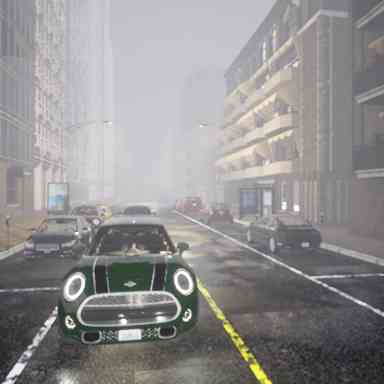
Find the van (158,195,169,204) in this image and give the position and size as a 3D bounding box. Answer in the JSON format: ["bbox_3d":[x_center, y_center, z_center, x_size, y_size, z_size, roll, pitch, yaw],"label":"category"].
[{"bbox_3d":[-5.649,1.495,69.296,1.690,1.788,3.998,0,0,-9],"label":"van"}]

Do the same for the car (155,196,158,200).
[{"bbox_3d":[-6.567,1.734,74.870,1.947,1.339,4.313,0,0,-9],"label":"car"}]

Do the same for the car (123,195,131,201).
[{"bbox_3d":[-17.591,1.634,90.228,1.967,1.590,4.097,0,0,-9],"label":"car"}]

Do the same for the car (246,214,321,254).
[{"bbox_3d":[3.536,1.584,13.563,2.008,1.369,4.403,0,0,-9],"label":"car"}]

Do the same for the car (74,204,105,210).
[{"bbox_3d":[-5.651,1.466,17.774,1.967,1.590,4.097,0,0,-9],"label":"car"}]

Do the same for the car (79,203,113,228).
[{"bbox_3d":[-6.542,1.562,23.179,1.752,1.417,4.829,0,0,-9],"label":"car"}]

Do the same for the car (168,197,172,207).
[{"bbox_3d":[-1.975,1.681,47.003,1.802,1.307,4.206,0,0,-9],"label":"car"}]

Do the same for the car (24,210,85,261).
[{"bbox_3d":[-4.732,1.566,12.199,2.008,1.369,4.403,0,0,-9],"label":"car"}]

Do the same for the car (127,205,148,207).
[{"bbox_3d":[-3.156,1.511,19.205,1.882,1.535,5.008,0,0,-9],"label":"car"}]

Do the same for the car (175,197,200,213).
[{"bbox_3d":[-0.137,1.392,35.857,2.192,1.841,5.009,0,0,-9],"label":"car"}]

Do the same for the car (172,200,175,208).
[{"bbox_3d":[-1.057,1.670,41.429,1.802,1.307,4.206,0,0,-9],"label":"car"}]

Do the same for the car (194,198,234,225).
[{"bbox_3d":[1.699,1.495,24.709,1.967,1.590,4.097,0,0,-9],"label":"car"}]

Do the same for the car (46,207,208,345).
[{"bbox_3d":[-1.209,1.363,6.753,2.097,1.767,4.553,0,0,-9],"label":"car"}]
